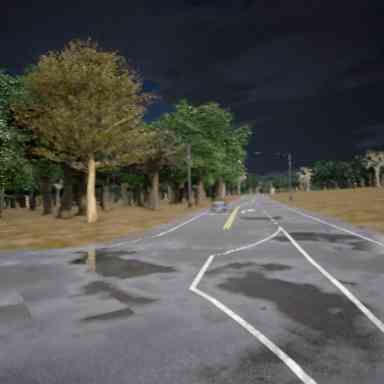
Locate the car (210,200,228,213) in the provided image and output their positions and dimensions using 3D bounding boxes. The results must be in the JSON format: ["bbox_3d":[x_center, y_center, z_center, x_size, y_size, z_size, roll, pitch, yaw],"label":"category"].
[{"bbox_3d":[3.279,1.735,39.722,1.812,1.442,4.674,-1,0,9],"label":"car"}]
